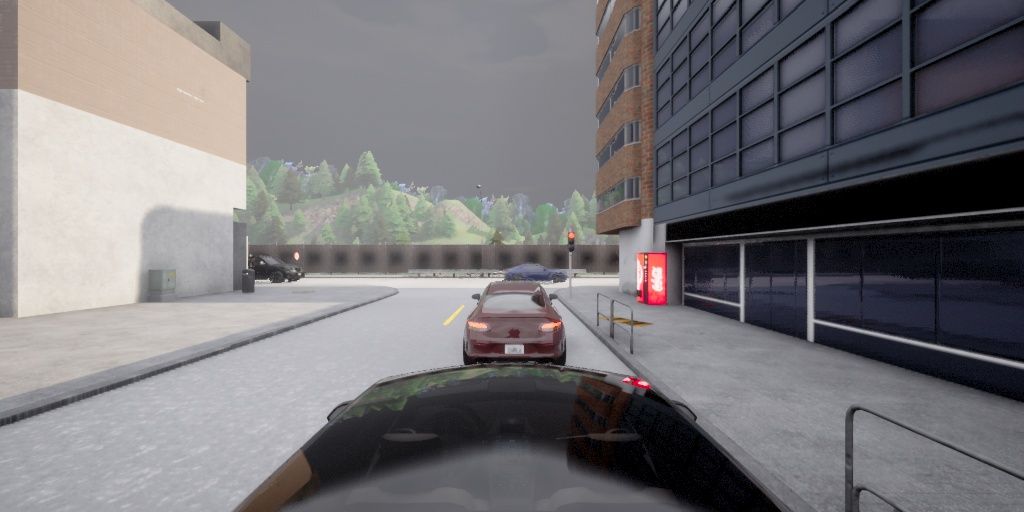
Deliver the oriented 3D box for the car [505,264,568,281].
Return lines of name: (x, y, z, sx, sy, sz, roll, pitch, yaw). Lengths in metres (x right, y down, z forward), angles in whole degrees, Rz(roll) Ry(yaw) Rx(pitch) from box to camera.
car: (1.730, 1.276, 26.102, 4.674, 1.442, 1.812, 0, 0, 0)

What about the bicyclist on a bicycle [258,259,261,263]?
bicyclist on a bicycle: (-24.184, 1.099, 34.517, 0.582, 1.620, 1.656, 0, 0, 0)

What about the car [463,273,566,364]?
car: (0.059, 1.276, 7.844, 1.812, 1.442, 4.674, 0, 0, 1)

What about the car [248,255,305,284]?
car: (-18.240, 0.971, 26.115, 5.566, 2.045, 2.150, 0, 0, 0)
